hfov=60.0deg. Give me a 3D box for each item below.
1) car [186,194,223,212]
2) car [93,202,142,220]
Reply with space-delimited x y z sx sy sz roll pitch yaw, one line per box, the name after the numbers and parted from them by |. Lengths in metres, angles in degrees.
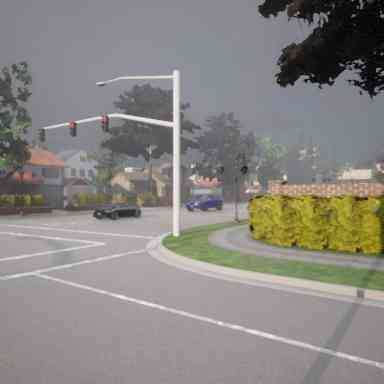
1.560 1.213 38.897 2.150 2.045 5.566 0 0 35 | car
-6.167 1.558 27.838 1.994 1.385 4.181 0 0 35 | car
